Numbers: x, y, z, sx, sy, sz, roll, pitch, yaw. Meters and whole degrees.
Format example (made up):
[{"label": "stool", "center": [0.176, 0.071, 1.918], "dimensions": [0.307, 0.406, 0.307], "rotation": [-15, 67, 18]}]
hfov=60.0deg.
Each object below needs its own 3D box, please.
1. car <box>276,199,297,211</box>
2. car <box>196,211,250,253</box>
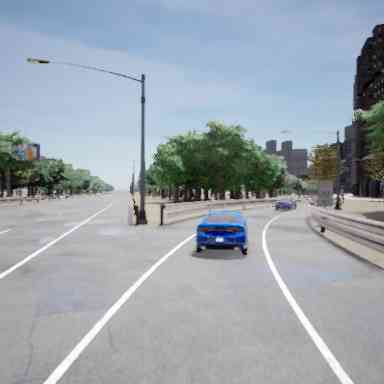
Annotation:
[{"label": "car", "center": [12.118, 1.586, 42.675], "dimensions": [1.812, 1.442, 4.674], "rotation": [0, 0, 31]}, {"label": "car", "center": [1.376, 1.507, 13.858], "dimensions": [1.882, 1.535, 5.008], "rotation": [0, 0, 10]}]
